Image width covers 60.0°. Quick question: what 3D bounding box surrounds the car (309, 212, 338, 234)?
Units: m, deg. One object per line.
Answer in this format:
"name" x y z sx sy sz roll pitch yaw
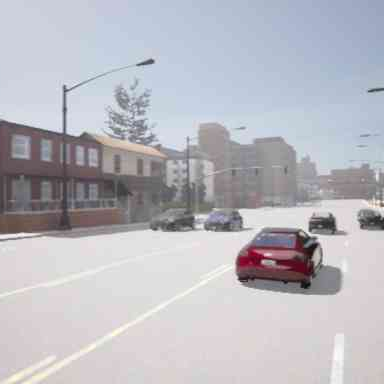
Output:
"car" 10.029 2.280 25.459 2.128 1.511 4.902 -1 -2 25

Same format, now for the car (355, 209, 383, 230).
"car" 15.463 2.403 28.773 2.128 1.511 4.902 -1 -2 25

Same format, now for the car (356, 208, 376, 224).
"car" 19.912 2.668 38.183 1.837 1.490 4.892 0 -1 25

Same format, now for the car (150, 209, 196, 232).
"car" -1.422 2.134 26.246 2.097 1.767 4.553 -1 -3 25

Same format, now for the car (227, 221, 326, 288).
"car" 2.746 1.762 10.030 1.994 1.385 4.181 -1 -2 25

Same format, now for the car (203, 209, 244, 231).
"car" 2.593 2.161 26.542 2.097 1.767 4.553 -1 -3 25
